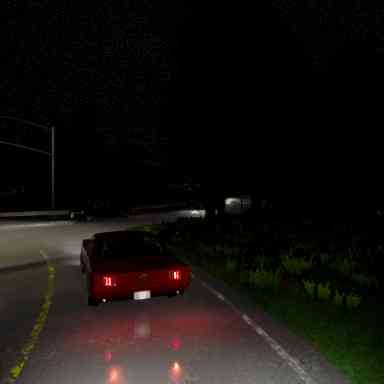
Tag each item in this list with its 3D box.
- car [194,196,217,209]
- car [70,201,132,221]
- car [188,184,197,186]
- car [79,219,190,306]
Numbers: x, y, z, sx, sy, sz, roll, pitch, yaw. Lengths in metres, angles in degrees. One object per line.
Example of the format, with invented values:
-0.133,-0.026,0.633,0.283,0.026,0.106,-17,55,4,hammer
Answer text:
1.869,1.015,36.093,1.837,1.490,4.892,0,3,25,car
-7.027,1.474,26.103,4.902,1.511,2.128,-1,1,-43,car
0.065,-1.820,70.112,2.128,1.511,4.902,0,5,-1,car
-1.688,1.601,8.167,1.895,1.301,4.718,0,0,-21,car
